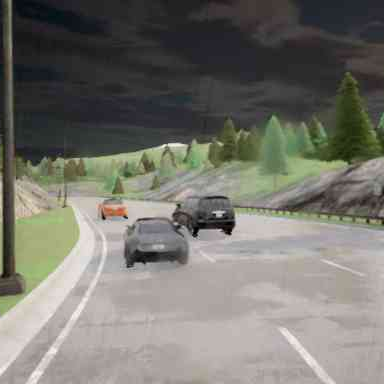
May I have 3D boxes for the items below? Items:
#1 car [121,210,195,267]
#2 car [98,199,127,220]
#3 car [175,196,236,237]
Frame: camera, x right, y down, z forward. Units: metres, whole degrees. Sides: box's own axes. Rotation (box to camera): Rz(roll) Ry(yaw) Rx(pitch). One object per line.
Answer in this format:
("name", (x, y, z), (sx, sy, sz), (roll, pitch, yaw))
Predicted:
("car", (-1.367, 1.568, 11.654), (1.994, 1.385, 4.181), (0, 0, -11))
("car", (-7.028, 1.387, 29.216), (2.097, 1.767, 4.553), (0, 0, -20))
("car", (0.511, 1.210, 18.435), (2.150, 2.045, 5.566), (0, 0, -17))
